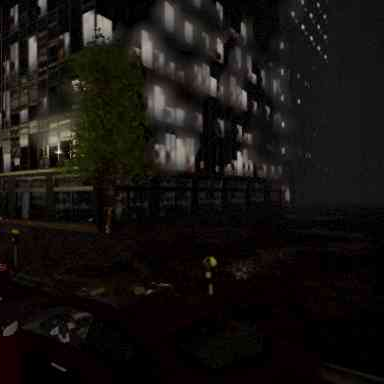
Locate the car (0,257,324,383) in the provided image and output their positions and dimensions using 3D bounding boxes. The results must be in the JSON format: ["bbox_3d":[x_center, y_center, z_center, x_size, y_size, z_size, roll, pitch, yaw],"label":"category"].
[{"bbox_3d":[-0.814,1.565,3.432,4.206,1.307,1.802,0,-1,36],"label":"car"}]
